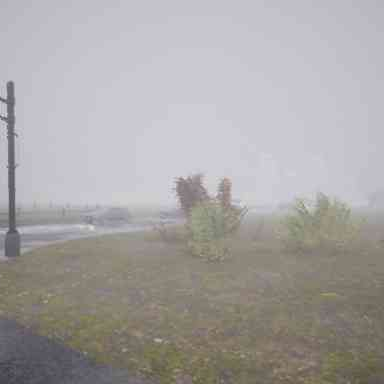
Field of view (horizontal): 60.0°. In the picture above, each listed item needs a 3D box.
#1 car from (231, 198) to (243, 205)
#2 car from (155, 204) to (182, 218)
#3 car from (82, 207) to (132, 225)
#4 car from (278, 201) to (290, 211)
[{"bbox_3d":[4.750,1.772,43.796,2.150,2.045,5.566,-1,-1,36],"label":"car"},{"bbox_3d":[-1.509,1.983,35.108,2.033,1.411,5.357,-1,-1,36],"label":"car"},{"bbox_3d":[-6.948,1.898,27.559,1.994,1.385,4.181,-1,-1,36],"label":"car"},{"bbox_3d":[15.187,2.093,52.066,1.882,1.535,5.008,-1,-1,36],"label":"car"}]
